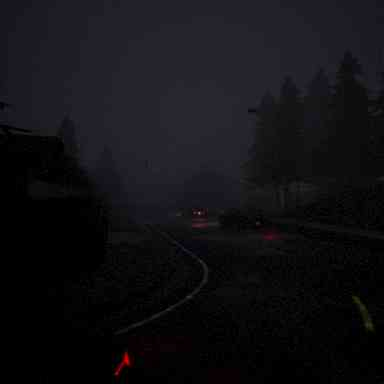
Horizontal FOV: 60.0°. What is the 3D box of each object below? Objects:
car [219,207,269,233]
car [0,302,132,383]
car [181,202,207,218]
[{"bbox_3d":[3.258,1.708,21.823,1.882,1.535,5.008,0,-1,-14],"label":"car"},{"bbox_3d":[-2.457,1.568,2.175,4.181,1.385,1.994,1,0,-40],"label":"car"},{"bbox_3d":[0.146,1.830,34.624,1.837,1.490,4.892,0,-1,-14],"label":"car"}]
